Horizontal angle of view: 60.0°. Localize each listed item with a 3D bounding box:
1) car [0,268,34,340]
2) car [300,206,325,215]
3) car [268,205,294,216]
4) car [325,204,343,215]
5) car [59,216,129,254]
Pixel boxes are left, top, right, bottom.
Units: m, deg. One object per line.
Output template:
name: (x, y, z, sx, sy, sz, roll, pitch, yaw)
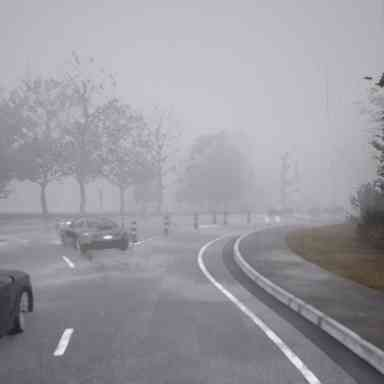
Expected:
car: (-3.469, 1.536, 3.899, 2.128, 1.511, 4.902, 0, -1, -7)
car: (18.892, 2.946, 53.050, 2.128, 1.511, 4.902, -1, -3, 41)
car: (12.149, 2.492, 45.325, 1.882, 1.535, 5.008, -1, -3, 41)
car: (25.861, 3.135, 61.061, 2.150, 2.045, 5.566, -1, -3, 41)
car: (-4.369, 1.734, 14.500, 1.994, 1.385, 4.181, 1, -1, -34)
